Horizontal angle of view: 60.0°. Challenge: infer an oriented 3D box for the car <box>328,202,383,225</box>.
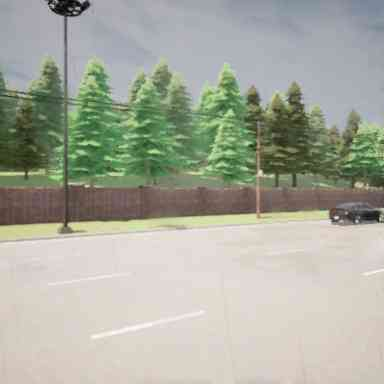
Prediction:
[{"bbox_3d":[11.812,1.480,23.768,4.892,1.490,1.837,0,0,-32],"label":"car"}]
